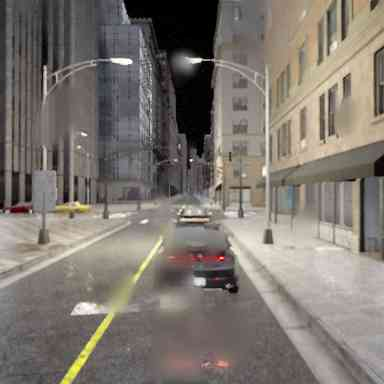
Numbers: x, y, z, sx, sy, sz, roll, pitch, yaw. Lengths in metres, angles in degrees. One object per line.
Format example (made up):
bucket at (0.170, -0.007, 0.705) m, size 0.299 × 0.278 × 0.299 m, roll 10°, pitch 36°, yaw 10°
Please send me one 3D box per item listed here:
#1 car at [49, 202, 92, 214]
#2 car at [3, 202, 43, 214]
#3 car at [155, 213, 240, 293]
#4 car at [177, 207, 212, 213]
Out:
car at (-14.318, 1.805, 39.139) m, size 4.829 × 1.417 × 1.752 m, roll -1°, pitch 0°, yaw 0°
car at (-19.772, 1.879, 39.118) m, size 4.507 × 1.381 × 1.887 m, roll -1°, pitch 0°, yaw 0°
car at (0.118, 1.532, 8.920) m, size 1.837 × 1.490 × 4.892 m, roll 0°, pitch -1°, yaw 0°
car at (0.135, 1.547, 18.364) m, size 2.128 × 1.511 × 4.902 m, roll 0°, pitch 0°, yaw 0°
